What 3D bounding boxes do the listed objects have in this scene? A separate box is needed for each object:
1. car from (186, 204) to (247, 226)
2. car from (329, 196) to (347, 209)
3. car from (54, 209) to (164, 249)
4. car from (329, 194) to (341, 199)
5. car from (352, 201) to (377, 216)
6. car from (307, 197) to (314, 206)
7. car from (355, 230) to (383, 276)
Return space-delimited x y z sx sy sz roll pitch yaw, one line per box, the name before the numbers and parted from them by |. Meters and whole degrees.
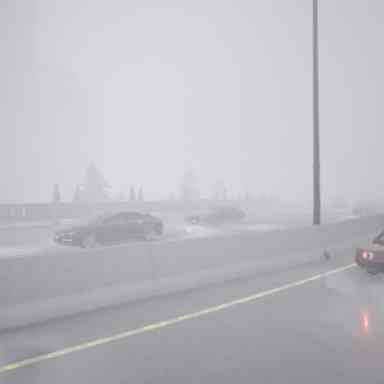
car | 1.948 1.623 24.672 2.033 1.411 5.357 0 0 43
car | 22.002 1.744 49.794 1.994 1.385 4.181 -1 -1 23
car | -3.533 1.557 14.801 4.892 1.490 1.837 0 0 -40
car | 31.376 1.511 72.161 2.150 2.045 5.566 -1 0 8
car | 17.365 1.636 33.318 1.994 1.385 4.181 0 0 32
car | 22.086 1.757 60.781 1.882 1.535 5.008 0 0 16
car | 6.421 1.598 9.266 4.718 1.301 1.895 0 0 -42
